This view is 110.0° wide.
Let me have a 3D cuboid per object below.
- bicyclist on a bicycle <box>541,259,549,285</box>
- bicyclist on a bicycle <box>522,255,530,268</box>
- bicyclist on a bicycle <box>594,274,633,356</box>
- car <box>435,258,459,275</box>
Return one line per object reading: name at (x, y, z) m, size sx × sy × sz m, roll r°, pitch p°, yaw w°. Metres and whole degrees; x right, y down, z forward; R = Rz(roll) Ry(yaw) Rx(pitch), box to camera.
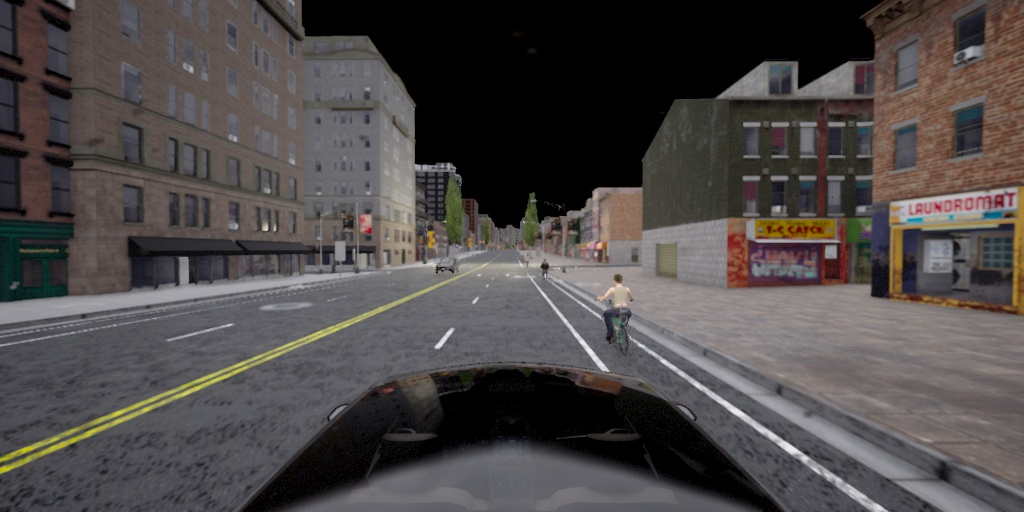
bicyclist on a bicycle at (2.257, 1.070, 24.642) m, size 0.659 × 1.776 × 1.843 m, roll 0°, pitch 0°, yaw 0°
bicyclist on a bicycle at (2.283, 0.959, 53.250) m, size 0.866 × 1.612 × 1.509 m, roll 1°, pitch 0°, yaw 0°
bicyclist on a bicycle at (2.238, 1.183, 7.668) m, size 0.866 × 1.612 × 1.509 m, roll 0°, pitch 0°, yaw 0°
car at (-6.492, 0.951, 36.254) m, size 1.837 × 1.490 × 4.892 m, roll 0°, pitch 0°, yaw 0°
